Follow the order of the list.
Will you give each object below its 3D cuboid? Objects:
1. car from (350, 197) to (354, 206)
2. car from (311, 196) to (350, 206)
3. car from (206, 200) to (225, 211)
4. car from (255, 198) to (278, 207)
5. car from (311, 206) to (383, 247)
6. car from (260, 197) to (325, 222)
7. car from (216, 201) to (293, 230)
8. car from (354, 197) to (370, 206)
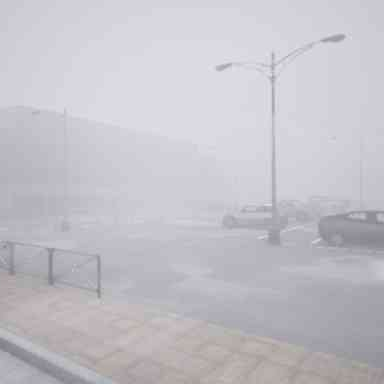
[{"bbox_3d":[15.922,1.352,38.771,4.605,1.855,1.932,-1,0,35],"label":"car"},{"bbox_3d":[14.584,1.329,36.159,3.866,1.878,1.905,-1,0,35],"label":"car"},{"bbox_3d":[3.787,1.829,45.246,2.128,1.511,4.902,-1,0,35],"label":"car"},{"bbox_3d":[13.056,1.883,58.379,2.033,1.411,5.357,-1,0,35],"label":"car"},{"bbox_3d":[7.426,1.499,13.216,4.514,1.523,2.007,-1,0,35],"label":"car"},{"bbox_3d":[7.211,1.406,25.703,5.027,1.636,2.152,-1,0,35],"label":"car"},{"bbox_3d":[3.777,1.483,20.272,3.806,1.475,1.970,-1,0,35],"label":"car"},{"bbox_3d":[26.747,1.625,53.877,3.633,1.501,1.845,-1,0,35],"label":"car"}]
